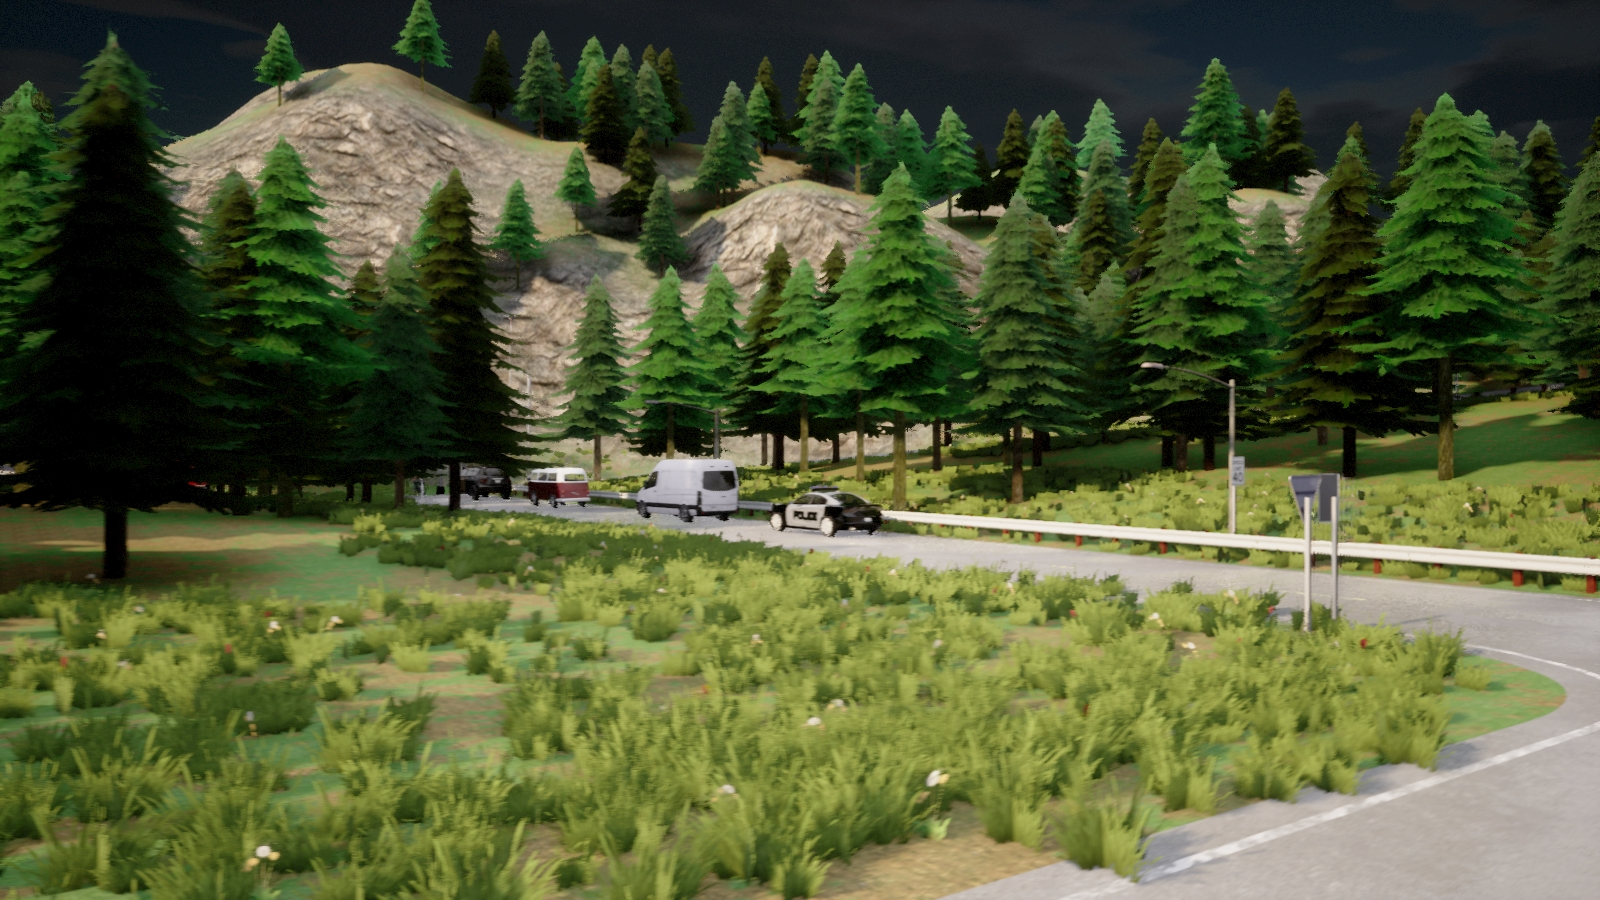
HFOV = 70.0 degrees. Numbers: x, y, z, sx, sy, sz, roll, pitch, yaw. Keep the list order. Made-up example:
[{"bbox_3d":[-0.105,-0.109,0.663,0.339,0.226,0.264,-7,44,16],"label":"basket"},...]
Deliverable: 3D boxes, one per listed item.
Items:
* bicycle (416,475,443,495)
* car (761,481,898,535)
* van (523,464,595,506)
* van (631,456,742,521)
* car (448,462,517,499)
[{"bbox_3d":[-23.570,2.232,72.696,1.487,1.176,0.859,-4,-1,33],"label":"bicycle"},{"bbox_3d":[0.937,1.982,40.142,2.097,1.638,5.238,0,0,-35],"label":"car"},{"bbox_3d":[-12.500,1.782,59.092,2.069,2.038,4.480,0,0,-35],"label":"van"},{"bbox_3d":[-4.883,1.533,48.229,1.988,2.561,5.915,0,0,-35],"label":"van"},{"bbox_3d":[-19.077,1.779,68.436,2.150,2.045,5.566,0,0,-36],"label":"car"}]
